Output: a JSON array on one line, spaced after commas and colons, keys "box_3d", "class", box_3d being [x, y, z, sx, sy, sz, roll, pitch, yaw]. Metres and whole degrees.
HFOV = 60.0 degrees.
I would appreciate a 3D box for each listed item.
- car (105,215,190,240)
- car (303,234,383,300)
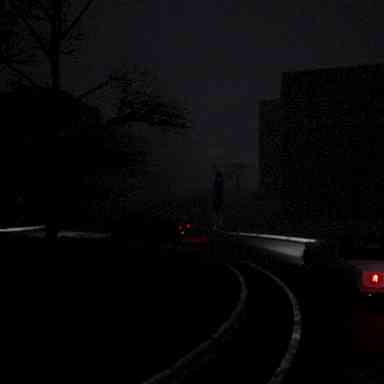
[{"box_3d": [-2.594, 1.982, 19.202, 4.718, 1.301, 1.895, 0, -1, 19], "class": "car"}, {"box_3d": [4.388, 1.767, 8.733, 1.895, 1.301, 4.718, 0, -1, 5], "class": "car"}]
